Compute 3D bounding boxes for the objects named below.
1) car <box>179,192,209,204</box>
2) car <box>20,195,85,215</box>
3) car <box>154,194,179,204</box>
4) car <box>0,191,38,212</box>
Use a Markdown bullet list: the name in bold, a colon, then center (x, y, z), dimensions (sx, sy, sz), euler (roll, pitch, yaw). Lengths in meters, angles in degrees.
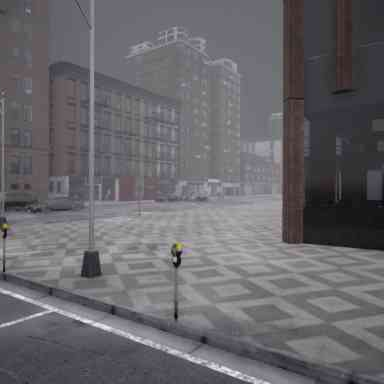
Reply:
- **car**: center (0.629, 0.747, 49.259), dimensions (2.097, 1.767, 4.553), euler (0, 1, 36)
- **car**: center (-12.591, 1.254, 30.914), dimensions (2.033, 1.411, 5.357), euler (0, 1, 36)
- **car**: center (-3.438, 1.013, 49.192), dimensions (1.895, 1.301, 4.718), euler (0, 1, 36)
- **car**: center (-16.836, 0.950, 30.574), dimensions (2.150, 2.045, 5.566), euler (0, 1, 36)
